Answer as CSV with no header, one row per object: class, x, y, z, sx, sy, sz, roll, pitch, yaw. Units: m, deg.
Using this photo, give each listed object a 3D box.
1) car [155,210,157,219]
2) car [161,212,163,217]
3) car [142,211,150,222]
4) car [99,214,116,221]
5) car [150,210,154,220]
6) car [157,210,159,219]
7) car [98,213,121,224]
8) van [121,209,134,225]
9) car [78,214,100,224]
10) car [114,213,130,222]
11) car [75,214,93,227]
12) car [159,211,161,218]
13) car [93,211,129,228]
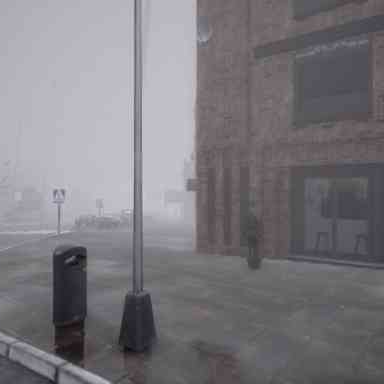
car,-8.869,4.710,66.562,2.185,1.767,4.553,0,-3,-1
car,-9.265,5.572,83.045,2.435,2.045,5.566,0,-3,-1
car,-8.602,4.209,55.428,2.002,1.452,4.674,0,-3,-1
car,-15.082,4.556,59.721,1.895,1.301,4.718,0,-3,-1
car,-8.737,4.379,61.048,2.185,1.767,4.553,0,-3,-1
car,-9.001,5.168,72.093,2.231,1.521,4.892,0,-3,-1
car,-11.538,3.721,46.770,2.033,1.411,5.357,0,-3,-1
van,-8.341,3.289,44.535,1.878,1.987,4.442,0,-3,-1
car,-14.796,3.819,48.041,1.994,1.385,4.181,0,-3,-1
car,-11.855,4.266,56.567,1.837,1.490,4.892,0,-3,-1
car,-11.259,3.168,36.646,1.895,1.301,4.718,0,-3,-2
car,-9.134,5.498,77.607,2.097,1.535,5.008,0,-3,-1
car,-8.056,2.890,33.435,2.002,1.452,4.674,2,-3,-1
